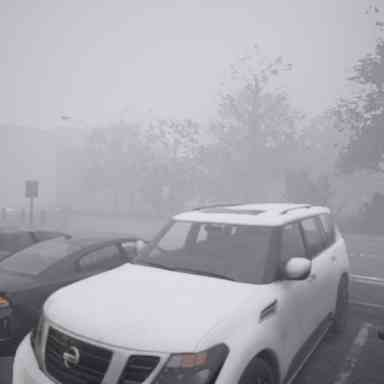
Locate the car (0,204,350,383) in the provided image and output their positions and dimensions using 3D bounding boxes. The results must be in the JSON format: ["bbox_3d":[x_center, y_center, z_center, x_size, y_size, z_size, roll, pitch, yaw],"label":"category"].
[{"bbox_3d":[0.643,1.238,4.653,2.435,2.045,5.566,0,0,35],"label":"car"}]
